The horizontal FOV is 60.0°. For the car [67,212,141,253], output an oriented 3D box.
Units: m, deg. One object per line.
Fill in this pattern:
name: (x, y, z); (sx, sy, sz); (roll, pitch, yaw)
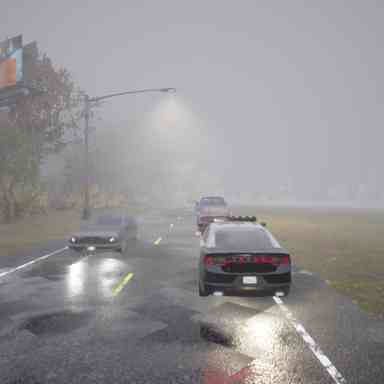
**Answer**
car: (-3.444, 1.577, 14.189); (2.033, 1.411, 5.357); (0, 0, 1)

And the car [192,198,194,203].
car: (1.442, 1.780, 46.570); (1.812, 1.442, 4.674); (0, -1, 4)

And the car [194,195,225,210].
car: (1.465, 1.304, 24.630); (2.150, 2.045, 5.566); (0, 0, 2)

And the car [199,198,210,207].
car: (2.265, 1.850, 59.382); (1.882, 1.535, 5.008); (0, -1, 4)

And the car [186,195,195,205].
car: (0.040, 1.743, 73.759); (2.150, 2.045, 5.566); (0, -1, 5)

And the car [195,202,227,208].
car: (1.292, 1.526, 18.621); (1.882, 1.535, 5.008); (0, 0, 1)

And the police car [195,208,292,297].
police car: (1.108, 1.438, 8.766); (1.930, 1.638, 5.238); (0, 0, 1)
